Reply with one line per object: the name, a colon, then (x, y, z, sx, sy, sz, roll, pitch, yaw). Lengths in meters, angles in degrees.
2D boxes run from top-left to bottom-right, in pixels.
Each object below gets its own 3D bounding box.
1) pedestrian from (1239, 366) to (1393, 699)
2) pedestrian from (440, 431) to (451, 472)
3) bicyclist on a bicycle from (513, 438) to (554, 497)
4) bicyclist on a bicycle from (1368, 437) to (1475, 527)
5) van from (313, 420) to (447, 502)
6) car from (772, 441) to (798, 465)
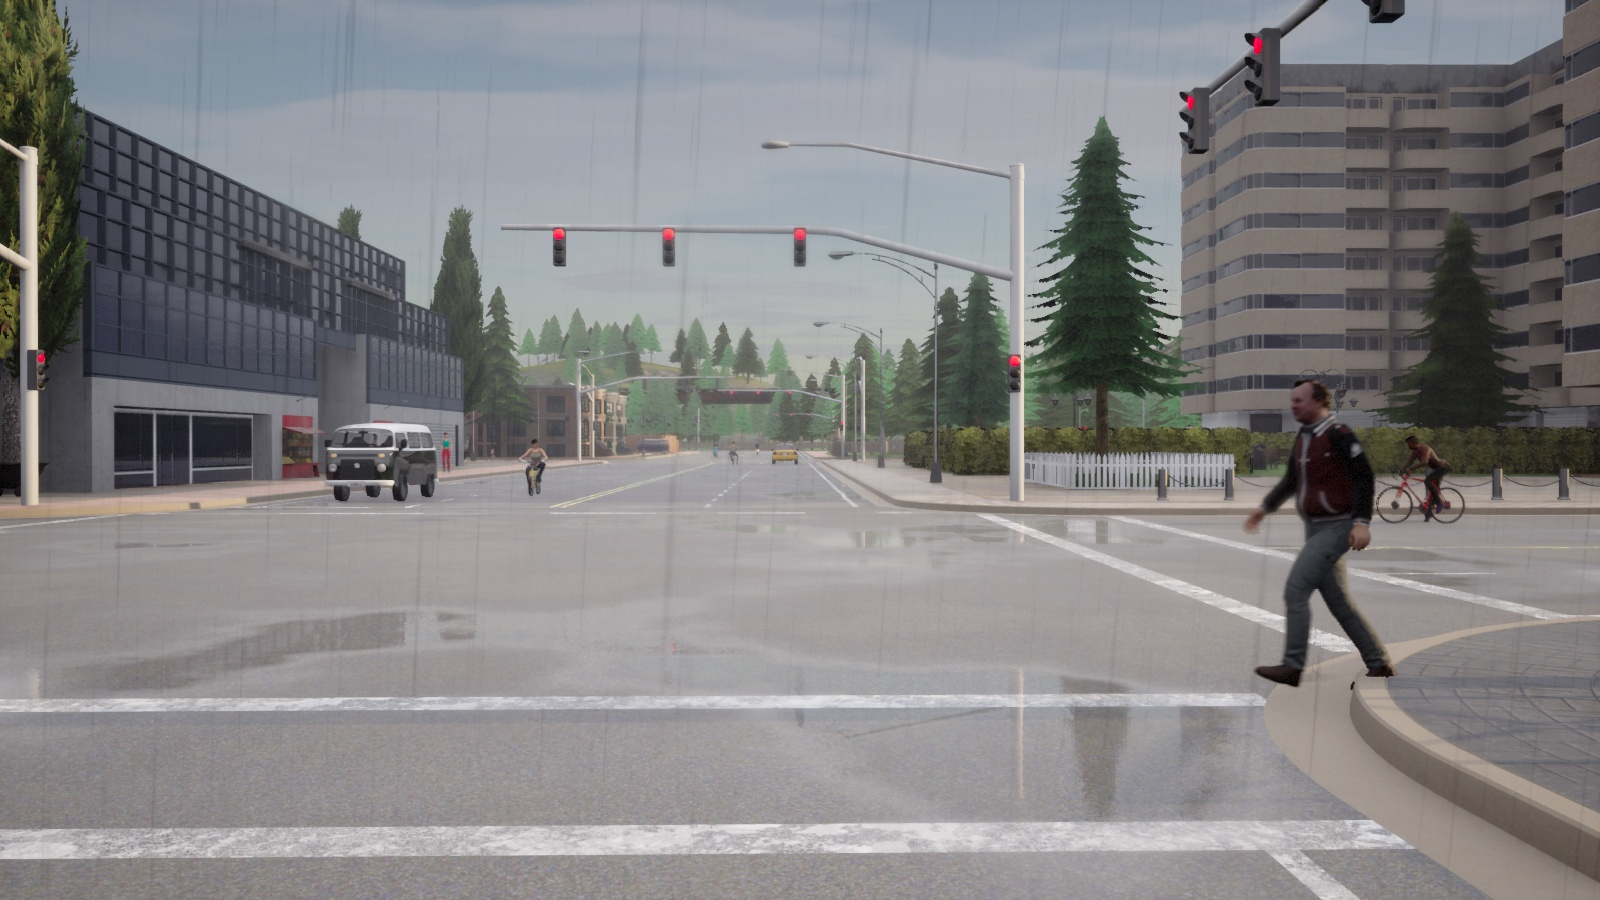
pedestrian: (2.941, 0.460, 7.185, 0.720, 1.854, 0.376, 0, 0, -2)
pedestrian: (-16.138, 0.069, 57.227, 0.345, 1.836, 0.594, 0, 0, -1)
bicyclist on a bicycle: (-7.514, 0.477, 35.444, 0.866, 1.612, 1.509, 0, 1, -1)
bicyclist on a bicycle: (11.412, 0.578, 23.080, 1.656, 1.620, 0.582, 0, 0, -1)
van: (-10.987, 0.277, 33.203, 2.069, 2.038, 4.480, 0, 0, -1)
car: (-1.048, 0.189, 87.747, 1.801, 1.575, 5.366, 0, 0, -1)
